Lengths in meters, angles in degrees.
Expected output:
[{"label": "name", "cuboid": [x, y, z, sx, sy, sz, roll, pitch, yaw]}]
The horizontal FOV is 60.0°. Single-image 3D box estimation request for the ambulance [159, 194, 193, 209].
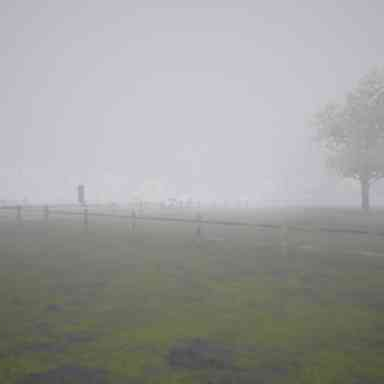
[{"label": "ambulance", "cuboid": [-2.574, 1.596, 53.493, 2.351, 2.431, 6.366, -1, -1, 36]}]
